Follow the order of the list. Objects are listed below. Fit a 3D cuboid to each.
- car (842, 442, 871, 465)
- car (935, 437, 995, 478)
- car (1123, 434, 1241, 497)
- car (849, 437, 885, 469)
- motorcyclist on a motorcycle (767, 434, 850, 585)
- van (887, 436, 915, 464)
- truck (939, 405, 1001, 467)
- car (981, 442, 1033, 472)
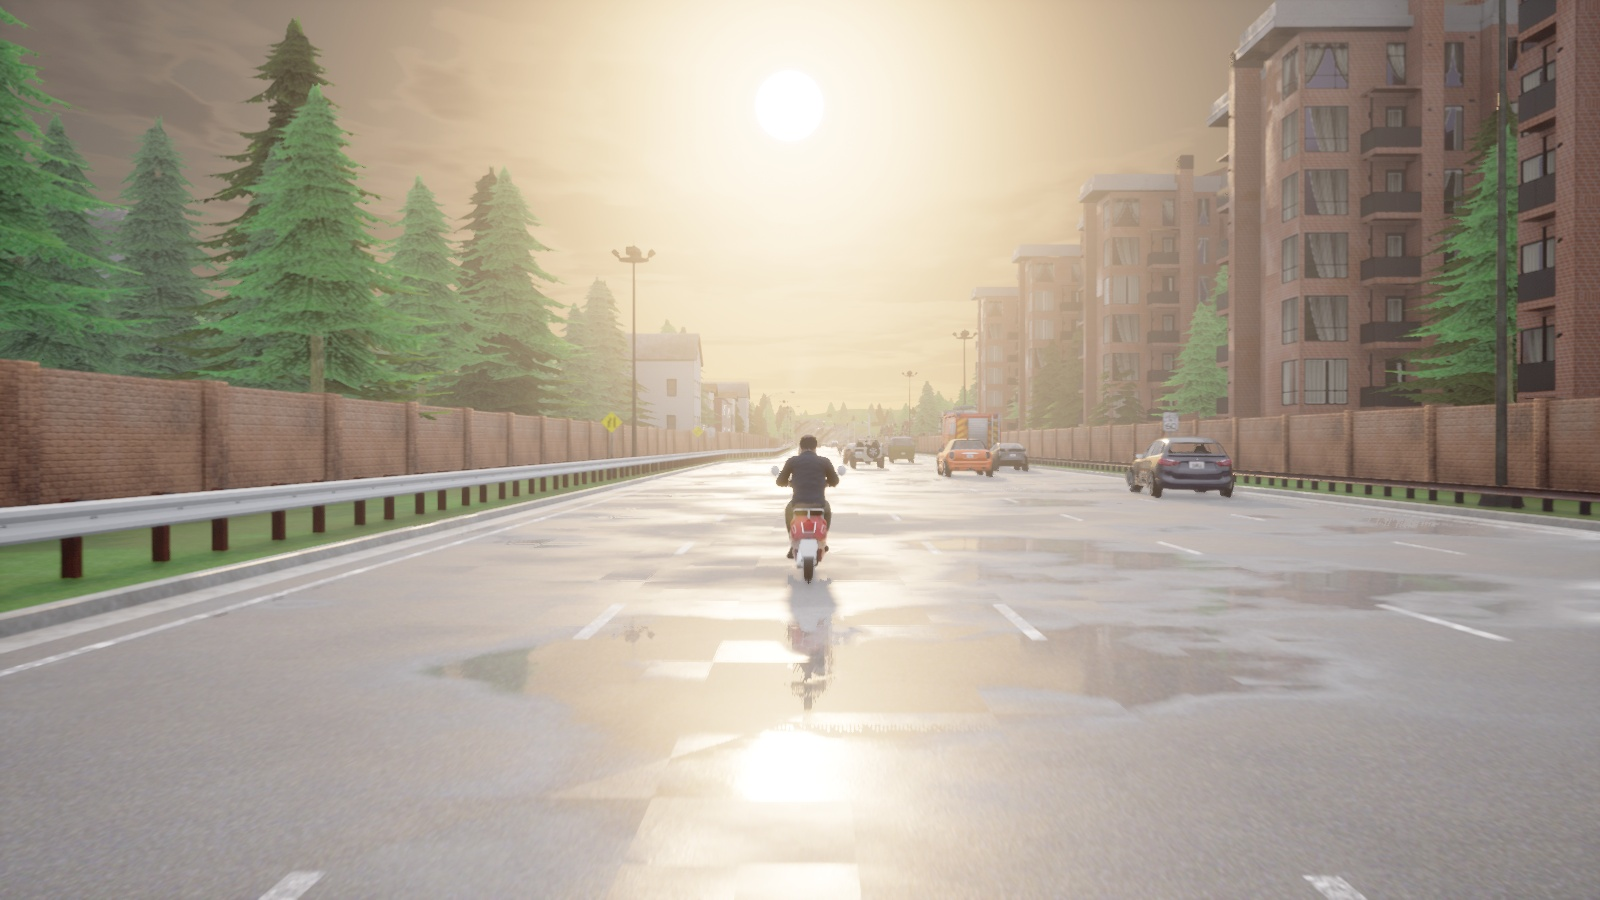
[{"bbox_3d":[4.025,0.225,89.602,1.882,1.535,5.008,0,0,0],"label":"car"},{"bbox_3d":[7.336,0.295,56.339,2.097,1.767,4.553,0,0,0],"label":"car"},{"bbox_3d":[10.861,0.397,36.058,2.242,1.667,4.611,1,0,4],"label":"car"},{"bbox_3d":[3.947,0.150,74.323,1.932,1.855,4.605,0,0,1],"label":"car"},{"bbox_3d":[0.096,0.621,14.117,0.866,1.590,1.817,0,0,0],"label":"motorcyclist on a motorcycle"},{"bbox_3d":[7.550,-0.018,93.969,1.775,1.987,4.442,0,1,0],"label":"van"},{"bbox_3d":[10.982,-0.867,81.803,2.891,3.827,8.468,0,0,0],"label":"truck"},{"bbox_3d":[10.893,0.330,66.453,2.007,1.525,4.514,0,0,0],"label":"car"}]
